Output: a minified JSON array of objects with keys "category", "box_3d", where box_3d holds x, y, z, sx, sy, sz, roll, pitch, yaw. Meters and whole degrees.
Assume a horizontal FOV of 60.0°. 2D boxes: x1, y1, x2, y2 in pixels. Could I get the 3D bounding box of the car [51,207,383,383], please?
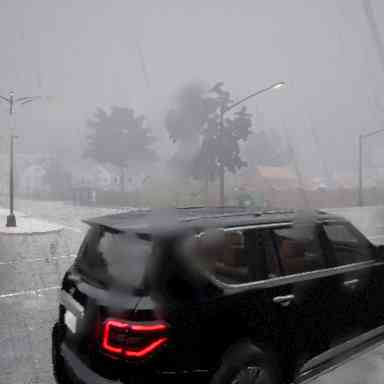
[{"category":"car","box_3d":[1.097,1.223,4.524,5.566,2.045,2.150,0,0,-35]}]
